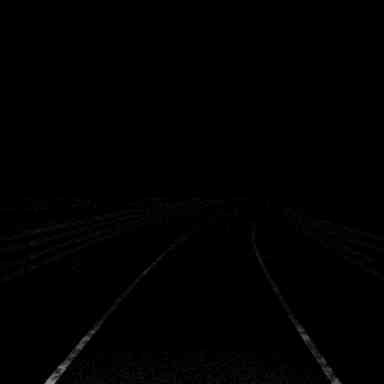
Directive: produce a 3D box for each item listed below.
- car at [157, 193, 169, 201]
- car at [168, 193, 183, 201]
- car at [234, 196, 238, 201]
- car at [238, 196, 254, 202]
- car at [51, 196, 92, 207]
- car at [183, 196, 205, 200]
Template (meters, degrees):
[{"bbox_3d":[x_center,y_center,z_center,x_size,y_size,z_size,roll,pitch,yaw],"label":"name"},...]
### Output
[{"bbox_3d":[-4.985,1.201,69.272,2.150,2.045,5.566,1,0,33],"label":"car"},{"bbox_3d":[-2.094,1.485,67.301,1.882,1.535,5.008,1,0,33],"label":"car"},{"bbox_3d":[13.773,1.788,91.897,1.837,1.490,4.892,1,0,33],"label":"car"},{"bbox_3d":[14.536,1.802,86.625,2.128,1.511,4.902,1,0,33],"label":"car"},{"bbox_3d":[-16.168,1.306,45.491,2.033,1.411,5.357,1,0,33],"label":"car"},{"bbox_3d":[0.866,1.511,65.435,1.882,1.535,5.008,1,0,33],"label":"car"}]
